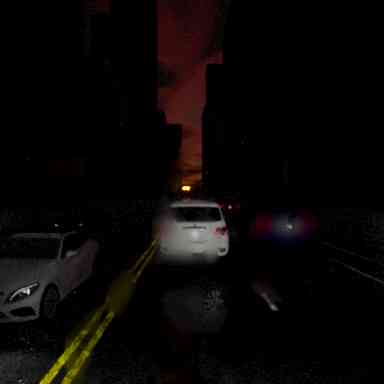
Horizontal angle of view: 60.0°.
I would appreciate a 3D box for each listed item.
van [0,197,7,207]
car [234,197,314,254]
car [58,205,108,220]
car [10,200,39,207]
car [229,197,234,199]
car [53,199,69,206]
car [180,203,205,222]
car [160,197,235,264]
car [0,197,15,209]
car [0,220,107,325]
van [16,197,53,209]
[{"bbox_3d":[-35.007,1.757,58.389,3.998,1.788,1.690,0,-1,0],"label":"van"},{"bbox_3d":[3.329,1.326,14.164,2.150,2.045,5.566,0,0,0],"label":"car"},{"bbox_3d":[-6.628,1.697,20.384,2.033,1.411,5.357,0,0,0],"label":"car"},{"bbox_3d":[-29.329,2.002,58.396,4.206,1.307,1.802,0,-1,0],"label":"car"},{"bbox_3d":[3.307,1.454,31.701,2.150,2.045,5.566,0,0,0],"label":"car"},{"bbox_3d":[-23.651,1.975,58.406,4.403,1.369,2.008,0,-1,0],"label":"car"},{"bbox_3d":[0.057,1.765,29.659,2.033,1.411,5.357,0,0,0],"label":"car"},{"bbox_3d":[0.071,1.313,12.313,2.150,2.045,5.566,0,0,0],"label":"car"},{"bbox_3d":[-29.312,1.647,49.875,5.009,1.841,2.192,0,-1,0],"label":"car"},{"bbox_3d":[-3.360,1.580,7.361,1.812,1.442,4.674,0,0,0],"label":"car"},{"bbox_3d":[-23.635,1.678,49.884,3.998,1.788,1.690,0,-1,0],"label":"van"}]
